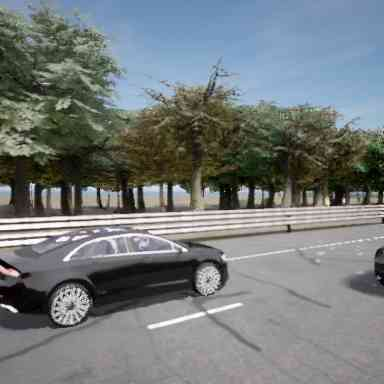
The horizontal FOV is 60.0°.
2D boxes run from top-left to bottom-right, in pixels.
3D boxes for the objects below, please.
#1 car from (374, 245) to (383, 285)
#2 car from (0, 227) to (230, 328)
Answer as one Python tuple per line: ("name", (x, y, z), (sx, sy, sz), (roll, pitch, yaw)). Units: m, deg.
("car", (6.345, 1.533, 8.107), (4.892, 1.490, 1.837), (0, 0, -34))
("car", (-1.378, 1.493, 7.016), (4.902, 1.511, 2.128), (0, 0, -35))
